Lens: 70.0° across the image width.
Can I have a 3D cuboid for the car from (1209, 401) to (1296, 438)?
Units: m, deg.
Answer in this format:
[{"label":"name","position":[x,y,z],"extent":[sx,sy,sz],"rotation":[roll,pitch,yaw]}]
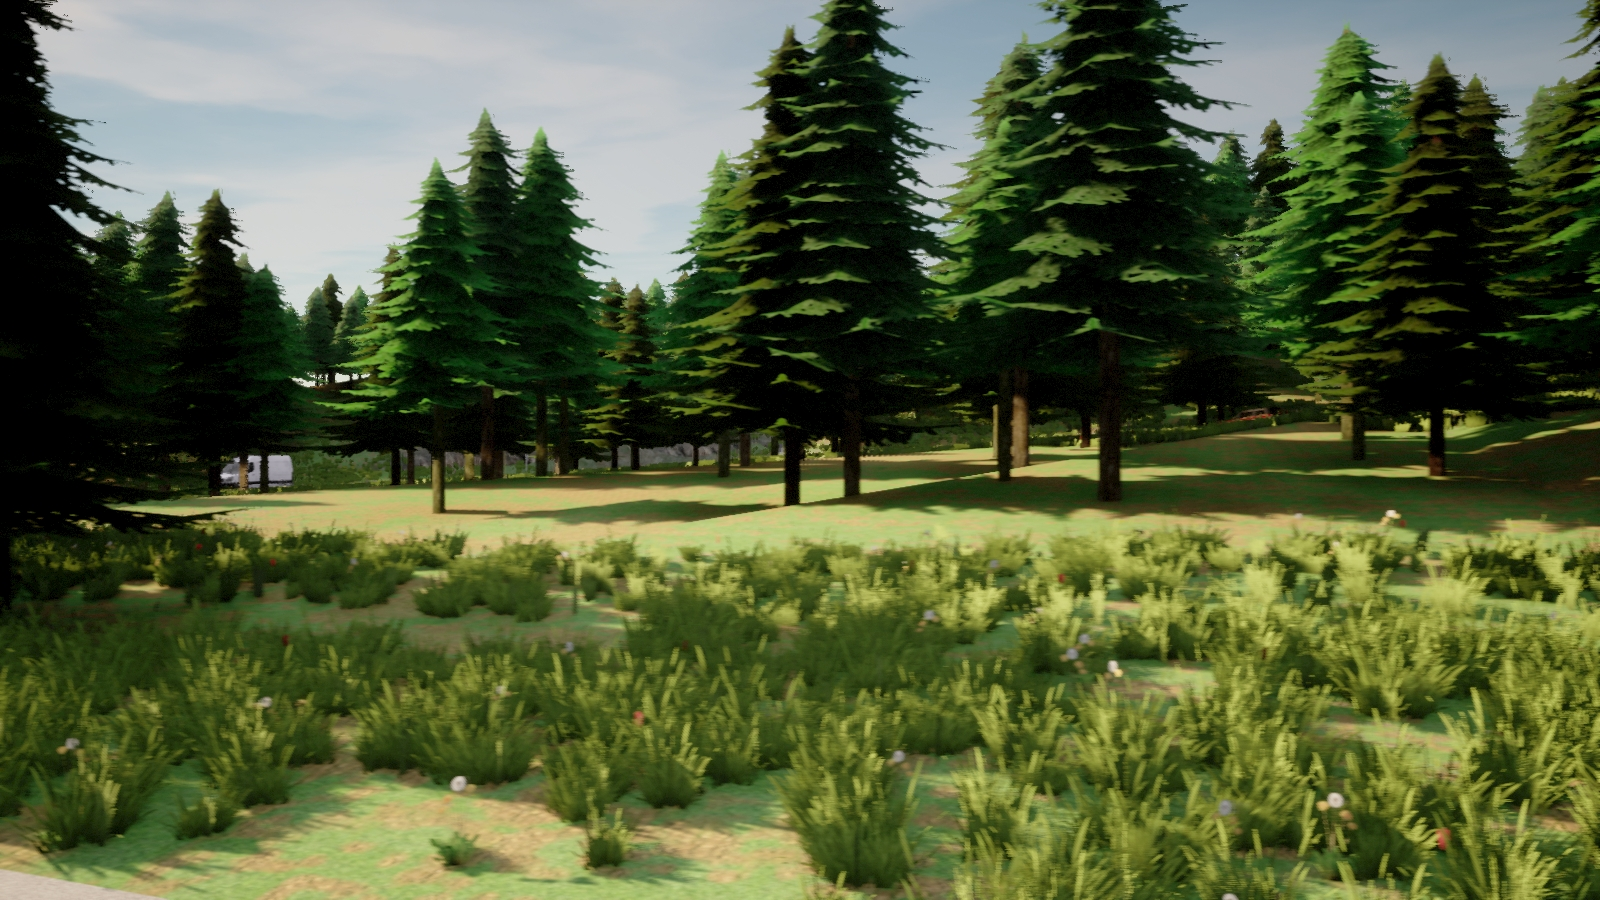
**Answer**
[{"label":"car","position":[28.009,-1.842,70.890],"extent":[2.097,1.767,4.553],"rotation":[0,-5,-31]}]
